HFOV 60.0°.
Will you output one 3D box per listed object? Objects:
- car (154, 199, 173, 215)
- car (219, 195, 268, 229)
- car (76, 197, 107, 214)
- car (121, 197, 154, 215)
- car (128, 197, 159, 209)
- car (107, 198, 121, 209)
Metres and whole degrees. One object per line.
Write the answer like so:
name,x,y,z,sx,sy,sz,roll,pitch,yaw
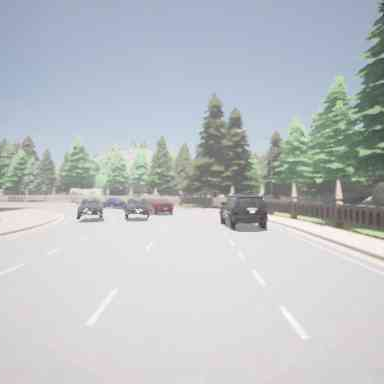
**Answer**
car,-3.451,1.476,34.204,1.882,1.535,5.008,0,0,-22
car,3.233,1.221,21.697,2.150,2.045,5.566,0,0,-5
car,-7.909,1.216,26.144,1.837,1.490,4.892,0,0,-13
car,-4.504,1.216,26.952,1.837,1.490,4.892,0,0,-13
car,-6.785,1.488,46.311,2.128,1.511,4.902,0,0,-39
car,-10.760,1.523,45.711,1.812,1.442,4.674,0,0,-43
